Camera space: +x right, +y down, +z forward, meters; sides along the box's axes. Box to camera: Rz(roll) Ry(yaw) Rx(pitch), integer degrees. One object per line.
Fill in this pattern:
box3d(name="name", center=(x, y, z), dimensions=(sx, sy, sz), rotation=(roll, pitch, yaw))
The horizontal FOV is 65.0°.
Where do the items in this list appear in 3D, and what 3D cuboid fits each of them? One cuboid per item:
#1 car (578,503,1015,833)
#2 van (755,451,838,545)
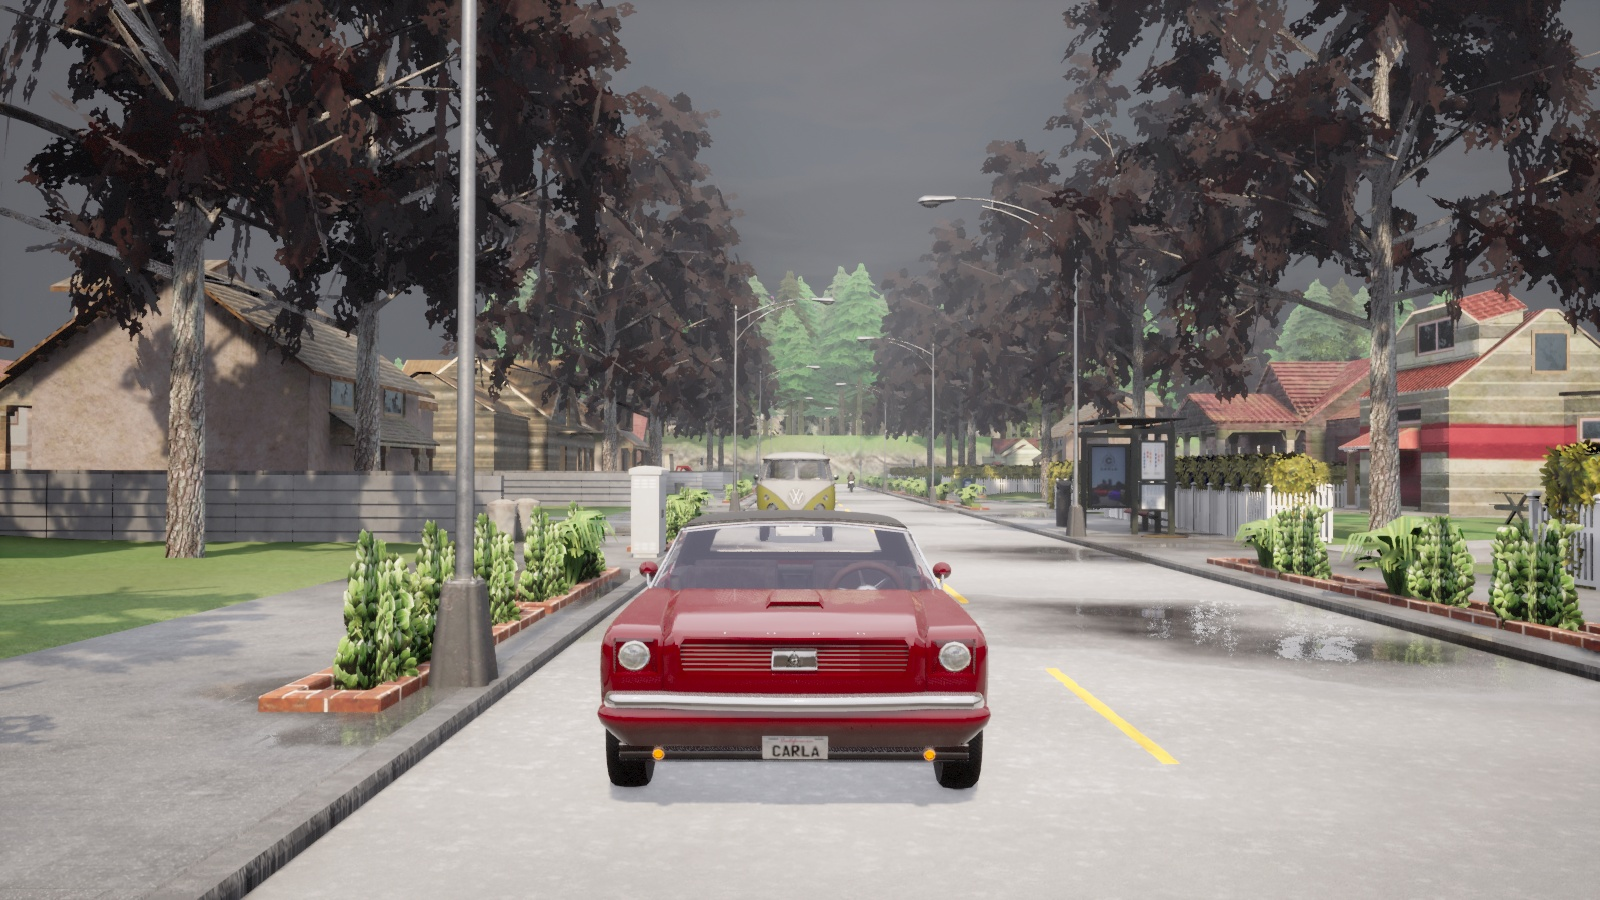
box3d(name="car", center=(-0.021, 1.046, 7.809), dimensions=(1.895, 1.301, 4.718), rotation=(0, -1, 0))
box3d(name="van", center=(-0.080, 1.053, 28.970), dimensions=(1.775, 1.987, 4.442), rotation=(0, -1, 0))
